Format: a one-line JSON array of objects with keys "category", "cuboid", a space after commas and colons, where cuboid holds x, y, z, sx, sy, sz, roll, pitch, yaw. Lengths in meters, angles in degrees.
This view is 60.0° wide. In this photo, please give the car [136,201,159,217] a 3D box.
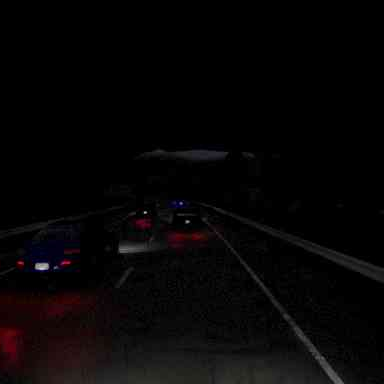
[{"category": "car", "cuboid": [-4.401, 1.623, 32.563, 1.837, 1.490, 4.892, 0, 0, -3]}]

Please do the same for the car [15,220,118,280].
[{"category": "car", "cuboid": [-3.503, 1.562, 9.993, 1.812, 1.442, 4.674, 0, 0, -1]}]

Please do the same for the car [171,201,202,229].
[{"category": "car", "cuboid": [-0.366, 1.572, 22.224, 2.128, 1.511, 4.902, 0, 0, -2]}]

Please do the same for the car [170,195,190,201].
[{"category": "car", "cuboid": [-1.407, 1.366, 39.959, 2.150, 2.045, 5.566, 0, 0, -4]}]
